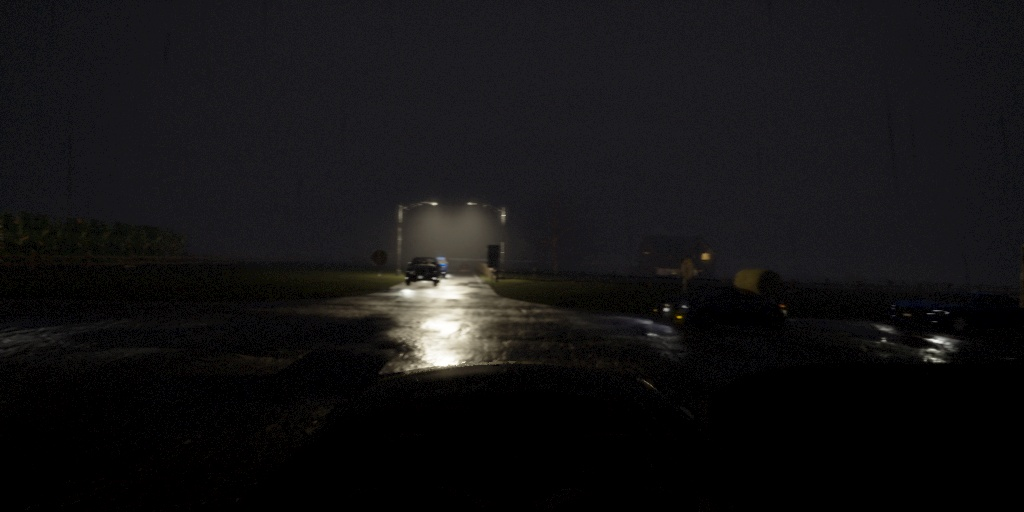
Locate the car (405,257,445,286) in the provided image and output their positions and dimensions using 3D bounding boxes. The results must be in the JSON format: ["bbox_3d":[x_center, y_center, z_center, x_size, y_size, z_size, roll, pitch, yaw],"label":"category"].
[{"bbox_3d":[-6.432,1.073,26.570,2.150,2.045,5.566,2,-1,-7],"label":"car"}]

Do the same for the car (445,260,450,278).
[{"bbox_3d":[-7.791,1.152,36.842,2.150,2.045,5.566,2,-1,-8],"label":"car"}]

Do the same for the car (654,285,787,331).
[{"bbox_3d":[7.304,1.754,12.705,4.181,1.385,1.994,2,0,-9],"label":"car"}]

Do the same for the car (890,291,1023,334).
[{"bbox_3d":[17.828,2.116,14.181,5.008,1.535,1.882,2,0,-7],"label":"car"}]

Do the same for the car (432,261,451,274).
[{"bbox_3d":[-9.114,1.498,46.881,2.128,1.511,4.902,2,-1,-7],"label":"car"}]
